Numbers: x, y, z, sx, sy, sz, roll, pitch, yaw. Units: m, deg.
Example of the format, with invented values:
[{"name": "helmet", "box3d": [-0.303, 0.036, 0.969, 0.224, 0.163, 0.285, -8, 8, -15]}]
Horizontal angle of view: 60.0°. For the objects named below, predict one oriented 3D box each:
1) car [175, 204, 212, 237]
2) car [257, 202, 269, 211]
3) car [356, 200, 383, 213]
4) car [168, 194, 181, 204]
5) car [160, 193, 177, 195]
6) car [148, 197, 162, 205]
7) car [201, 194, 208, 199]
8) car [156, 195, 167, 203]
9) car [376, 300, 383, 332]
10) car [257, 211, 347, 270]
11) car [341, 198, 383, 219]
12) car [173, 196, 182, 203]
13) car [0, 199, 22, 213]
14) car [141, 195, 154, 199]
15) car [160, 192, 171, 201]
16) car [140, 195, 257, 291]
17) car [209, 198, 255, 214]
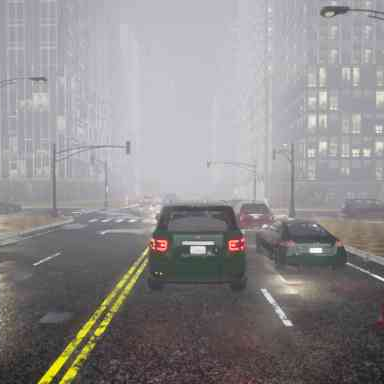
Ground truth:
[{"name": "car", "box3d": [0.139, 1.515, 18.824, 1.812, 1.442, 4.674, 0, 0, 2]}, {"name": "car", "box3d": [3.394, 1.341, 19.683, 2.097, 1.767, 4.553, 0, 0, 0]}, {"name": "car", "box3d": [21.897, 1.641, 38.628, 4.829, 1.417, 1.752, 1, 0, 1]}, {"name": "car", "box3d": [-3.174, 1.302, 61.510, 2.097, 1.767, 4.553, 0, 0, 0]}, {"name": "car", "box3d": [-3.246, 1.183, 51.699, 2.150, 2.045, 5.566, 0, 0, -1]}, {"name": "car", "box3d": [-6.438, 1.554, 58.907, 1.895, 1.301, 4.718, 0, 0, 0]}, {"name": "car", "box3d": [3.459, 1.216, 91.591, 1.882, 1.535, 5.008, 0, 0, 0]}, {"name": "car", "box3d": [-6.343, 1.417, 69.161, 1.882, 1.535, 5.008, 0, 0, 0]}, {"name": "car", "box3d": [3.355, 1.600, 2.244, 1.895, 1.301, 4.718, 0, 0, 0]}, {"name": "car", "box3d": [3.375, 1.558, 11.069, 1.994, 1.385, 4.181, 0, 0, 0]}, {"name": "car", "box3d": [16.270, 1.518, 30.355, 5.009, 1.841, 2.192, 1, 0, 1]}, {"name": "car", "box3d": [-3.088, 1.532, 71.563, 1.895, 1.301, 4.718, 0, 0, 0]}, {"name": "car", "box3d": [-19.565, 1.404, 33.615, 4.181, 1.385, 1.994, 1, 1, 1]}, {"name": "car", "box3d": [-6.510, 1.316, 49.917, 2.097, 1.767, 4.553, 0, 0, 1]}, {"name": "car", "box3d": [-6.319, 1.150, 79.731, 2.150, 2.045, 5.566, 0, 0, 0]}, {"name": "car", "box3d": [0.122, 1.217, 9.142, 2.150, 2.045, 5.566, 0, 0, 0]}, {"name": "car", "box3d": [4.313, 1.510, 36.361, 4.892, 1.490, 1.837, 1, 1, 1]}]
